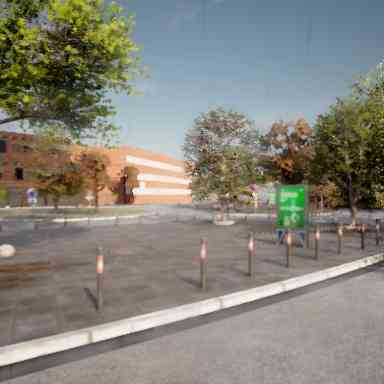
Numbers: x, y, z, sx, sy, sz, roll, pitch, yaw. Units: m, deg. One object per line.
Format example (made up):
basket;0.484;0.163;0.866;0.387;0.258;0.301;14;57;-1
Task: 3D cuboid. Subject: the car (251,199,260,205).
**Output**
car;16.108;2.474;84.471;1.895;1.301;4.718;0;-1;16

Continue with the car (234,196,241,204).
car;12.673;2.338;84.300;1.837;1.490;4.892;0;-1;16

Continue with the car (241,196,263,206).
car;12.591;2.103;68.266;1.882;1.535;5.008;0;-1;-22
